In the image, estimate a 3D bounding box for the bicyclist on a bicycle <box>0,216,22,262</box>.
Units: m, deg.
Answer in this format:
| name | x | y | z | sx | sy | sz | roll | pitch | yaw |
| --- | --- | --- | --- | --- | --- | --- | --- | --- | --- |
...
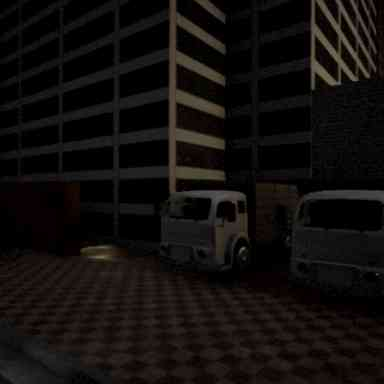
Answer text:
| name | x | y | z | sx | sy | sz | roll | pitch | yaw |
| --- | --- | --- | --- | --- | --- | --- | --- | --- | --- |
| bicyclist on a bicycle | -5.837 | 1.325 | 9.829 | 0.582 | 1.620 | 1.656 | 0 | -1 | 37 |
